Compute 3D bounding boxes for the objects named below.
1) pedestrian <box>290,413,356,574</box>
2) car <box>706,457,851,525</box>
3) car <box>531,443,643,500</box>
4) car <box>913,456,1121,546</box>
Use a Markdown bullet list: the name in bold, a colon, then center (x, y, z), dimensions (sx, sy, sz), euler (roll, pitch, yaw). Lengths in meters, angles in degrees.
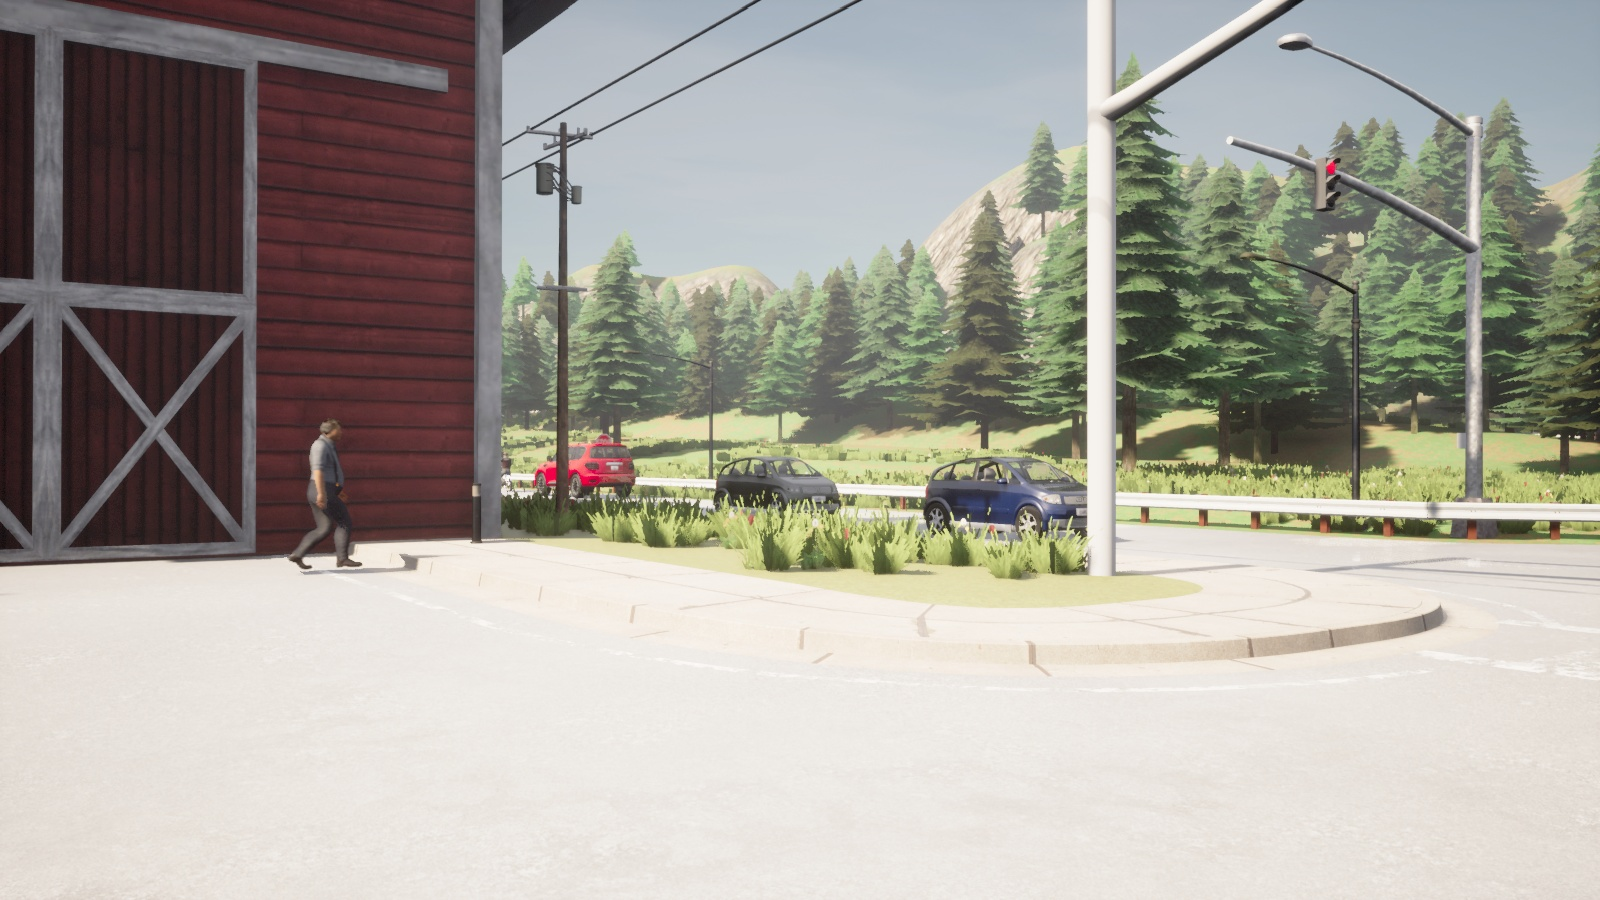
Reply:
- **pedestrian**: center (-5.589, 0.499, 14.735), dimensions (0.694, 1.848, 0.540), euler (0, 0, -17)
- **car**: center (-0.573, 0.944, 30.515), dimensions (1.789, 1.549, 3.705), euler (0, 0, -34)
- **car**: center (-8.285, 0.813, 48.324), dimensions (2.150, 2.045, 5.566), euler (0, -1, -34)
- **car**: center (4.008, 0.891, 23.679), dimensions (1.789, 1.549, 3.705), euler (0, 0, -34)
